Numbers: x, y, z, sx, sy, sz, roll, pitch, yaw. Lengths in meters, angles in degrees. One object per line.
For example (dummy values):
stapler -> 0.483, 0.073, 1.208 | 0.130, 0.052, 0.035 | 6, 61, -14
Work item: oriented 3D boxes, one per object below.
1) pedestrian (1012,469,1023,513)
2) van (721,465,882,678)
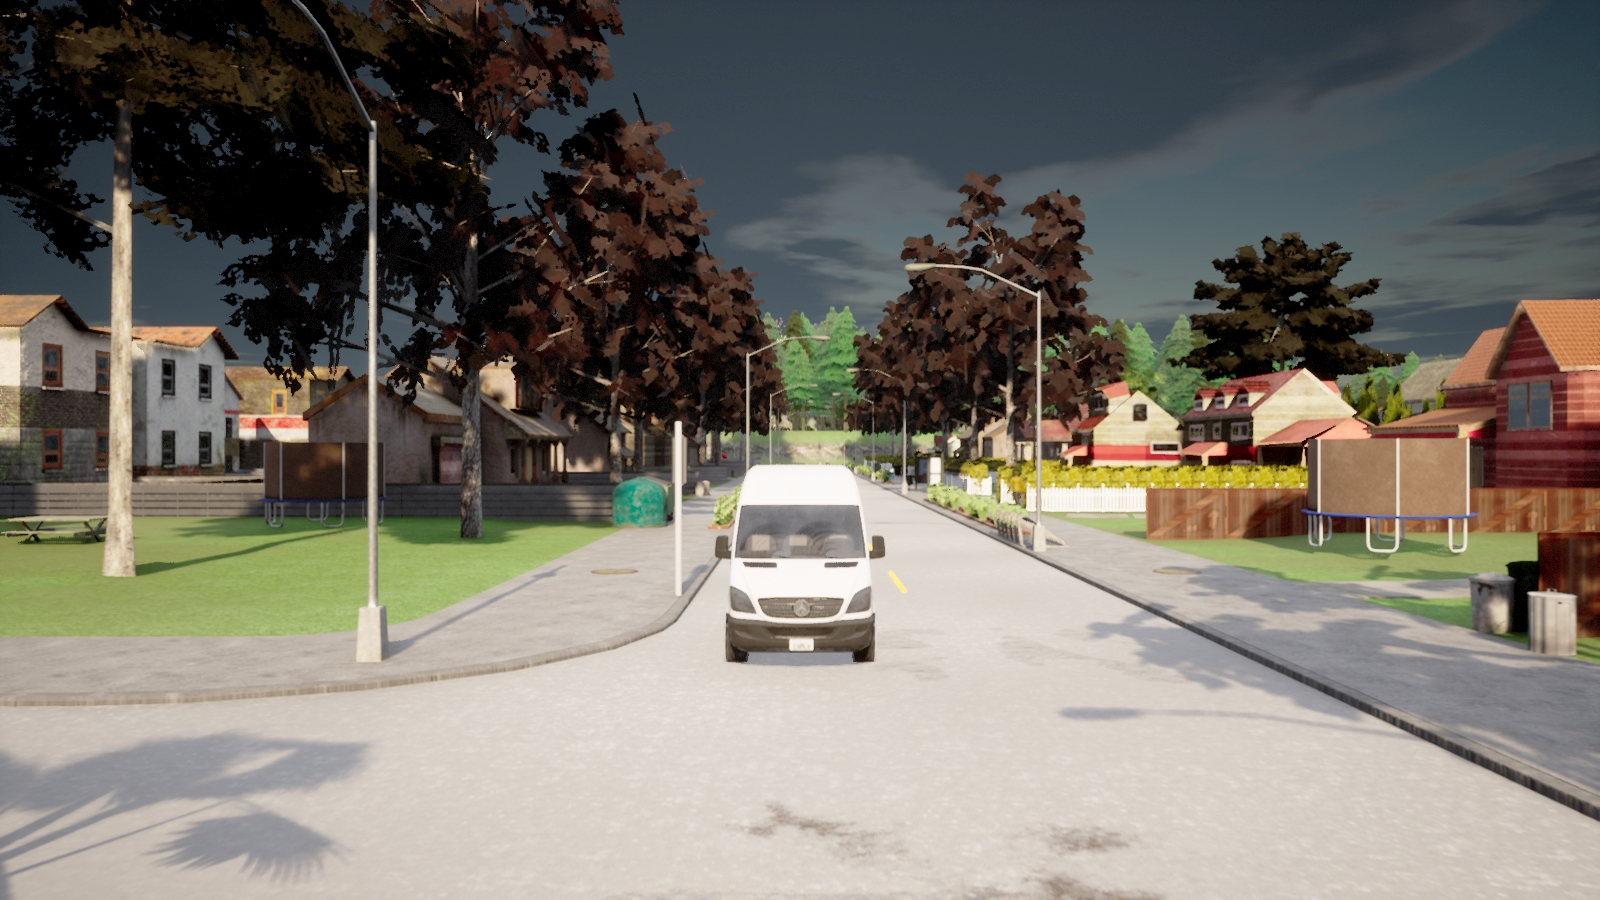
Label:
pedestrian -> 9.205, 1.739, 48.443 | 0.375, 1.860, 0.375 | 0, 0, -2
van -> -0.001, 1.533, 17.037 | 1.988, 2.561, 5.915 | 0, 0, 0
